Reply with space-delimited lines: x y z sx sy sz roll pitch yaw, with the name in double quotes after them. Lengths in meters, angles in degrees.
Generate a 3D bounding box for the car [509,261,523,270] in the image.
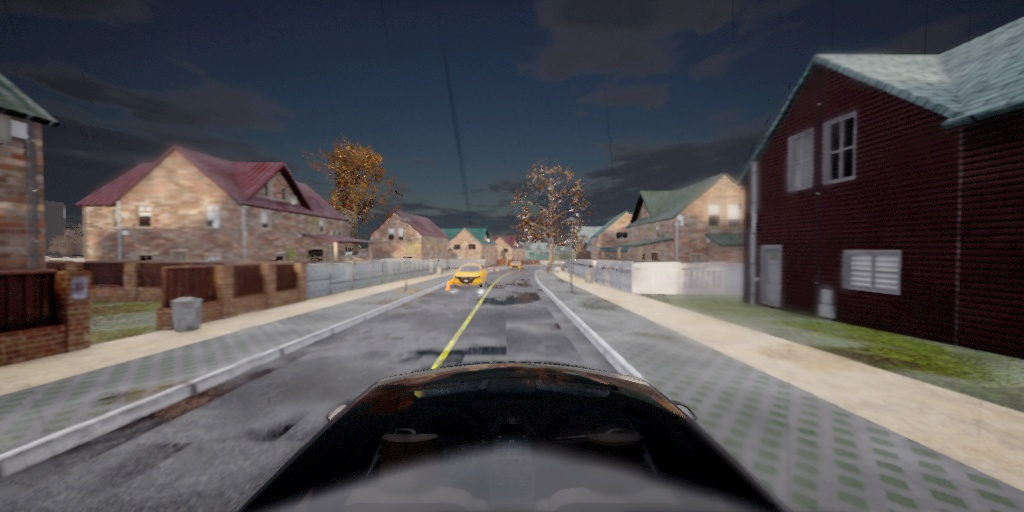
0.698 1.464 57.620 1.882 1.535 5.008 0 -1 6 "car"

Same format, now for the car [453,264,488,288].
-2.764 1.267 24.573 1.882 1.535 5.008 0 0 1 "car"

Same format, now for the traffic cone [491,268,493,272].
-2.657 1.847 46.818 0.340 0.580 0.340 0 0 5 "traffic cone"

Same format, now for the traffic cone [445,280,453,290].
-3.847 1.737 21.611 0.340 0.580 0.340 0 0 0 "traffic cone"

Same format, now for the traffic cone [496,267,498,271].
-2.130 1.884 51.840 0.340 0.580 0.340 0 0 7 "traffic cone"
